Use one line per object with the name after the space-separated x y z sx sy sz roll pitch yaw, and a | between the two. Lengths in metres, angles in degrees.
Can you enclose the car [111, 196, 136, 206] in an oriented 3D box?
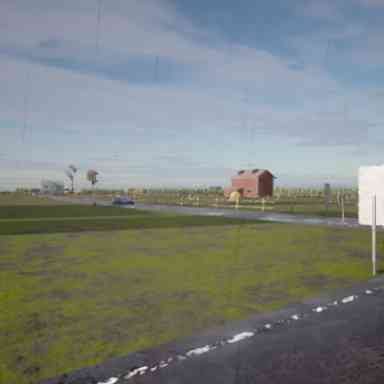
-10.590 1.358 51.017 2.033 1.411 5.357 -1 1 -36 | car
